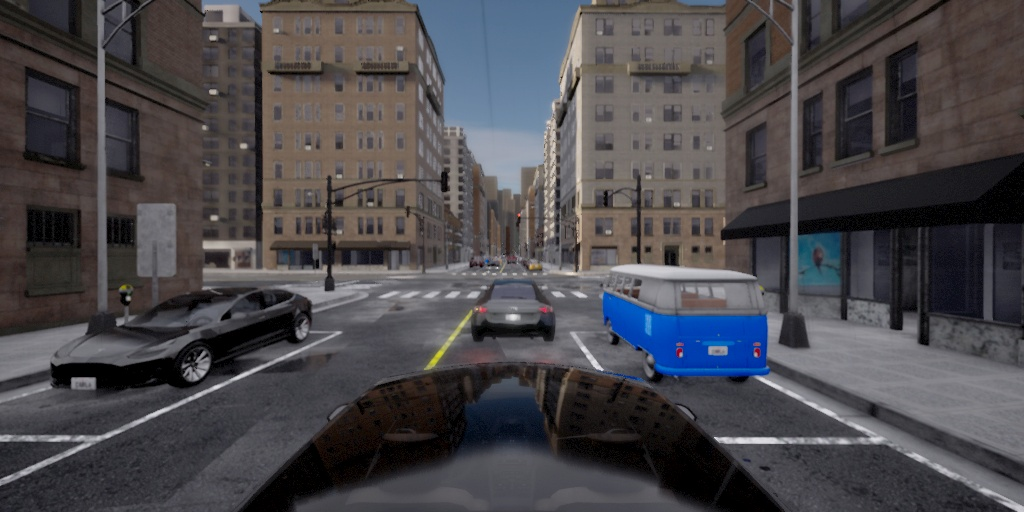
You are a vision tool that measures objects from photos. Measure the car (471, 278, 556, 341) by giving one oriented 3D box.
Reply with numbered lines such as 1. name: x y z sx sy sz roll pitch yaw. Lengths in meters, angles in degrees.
1. car: 0.056 1.297 9.780 1.994 1.385 4.181 0 0 1

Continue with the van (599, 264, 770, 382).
1. van: 2.891 1.080 6.853 1.690 1.789 3.998 0 0 0

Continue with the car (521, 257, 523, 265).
1. car: 2.917 1.172 57.095 2.007 1.370 4.403 0 0 0

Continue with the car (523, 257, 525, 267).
1. car: 2.950 1.076 51.569 1.967 1.591 4.097 0 0 0

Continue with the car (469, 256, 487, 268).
1. car: -5.609 0.938 57.044 2.192 1.841 5.009 0 0 0

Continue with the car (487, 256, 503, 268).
1. car: -3.023 1.182 58.886 1.994 1.385 4.181 0 0 0

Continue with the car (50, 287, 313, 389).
1. car: -5.634 1.305 6.909 1.948 1.339 4.313 0 0 0

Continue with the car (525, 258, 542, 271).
1. car: 2.983 1.176 46.213 1.751 1.417 4.829 0 0 0
